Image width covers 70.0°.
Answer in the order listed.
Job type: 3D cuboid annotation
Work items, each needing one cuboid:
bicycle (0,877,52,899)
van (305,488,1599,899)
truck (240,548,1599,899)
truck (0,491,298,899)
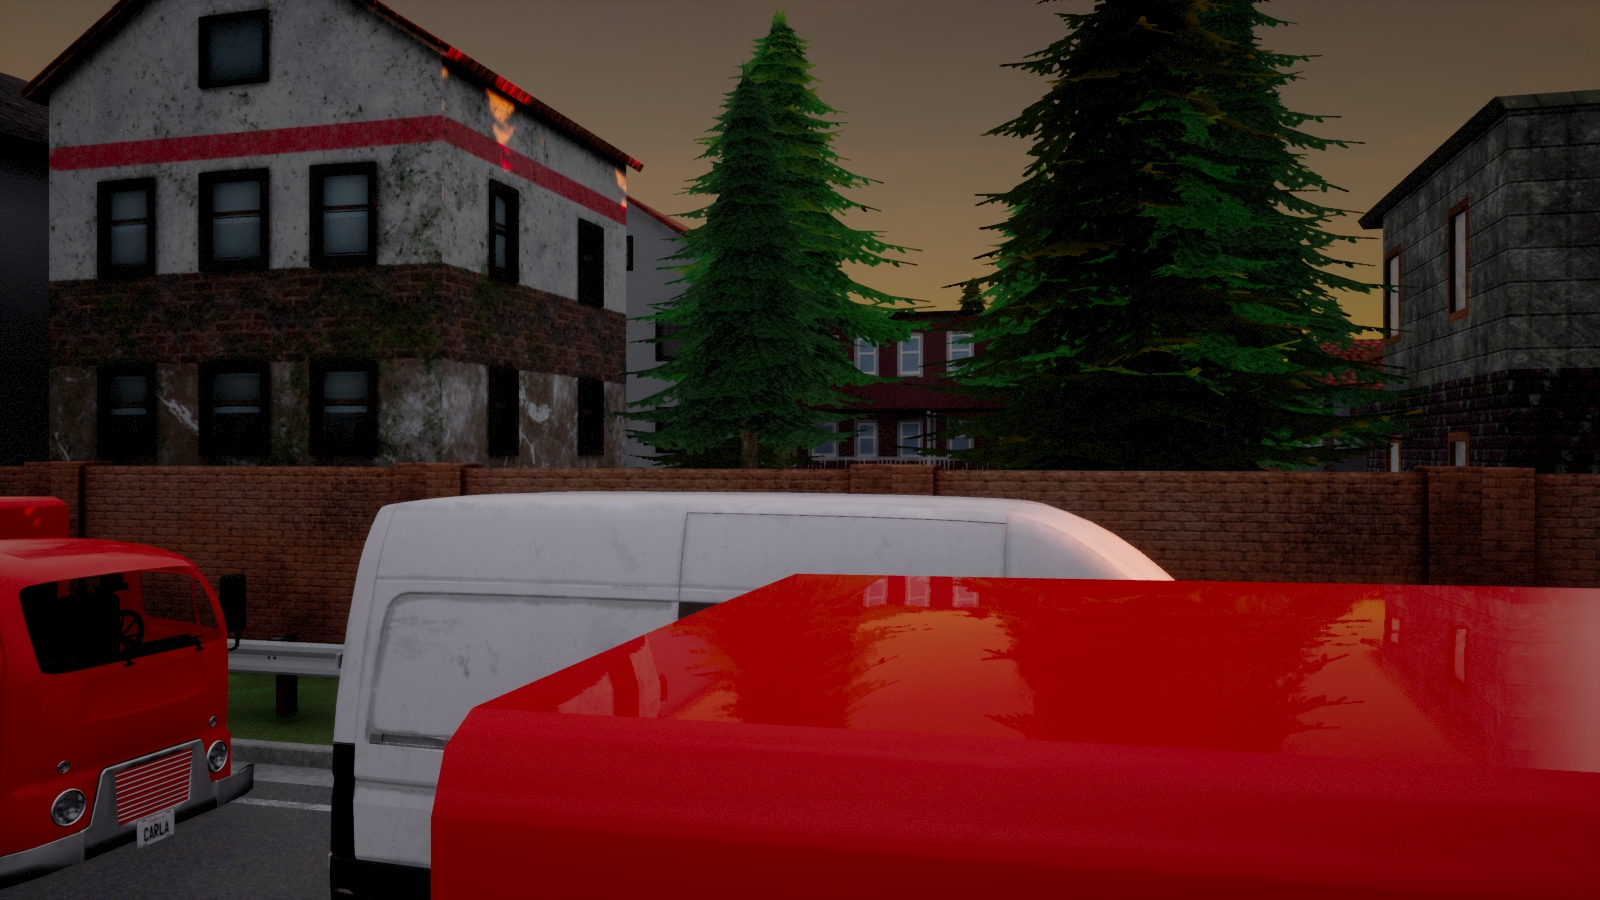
[{"bbox_3d":[-3.101,2.056,3.494,1.643,1.496,0.373,0,0,16],"label":"bicycle"},{"bbox_3d":[0.608,1.535,6.000,5.915,2.561,1.988,0,0,15],"label":"van"},{"bbox_3d":[2.192,1.568,1.959,5.204,2.467,2.627,0,0,15],"label":"truck"},{"bbox_3d":[-6.587,1.568,7.895,5.204,2.467,2.627,0,0,15],"label":"truck"}]
